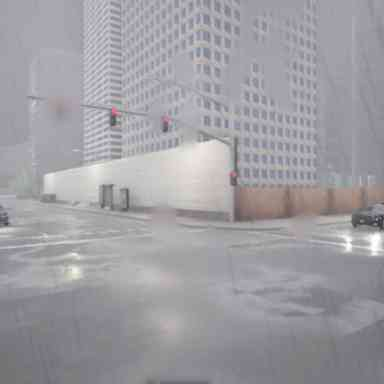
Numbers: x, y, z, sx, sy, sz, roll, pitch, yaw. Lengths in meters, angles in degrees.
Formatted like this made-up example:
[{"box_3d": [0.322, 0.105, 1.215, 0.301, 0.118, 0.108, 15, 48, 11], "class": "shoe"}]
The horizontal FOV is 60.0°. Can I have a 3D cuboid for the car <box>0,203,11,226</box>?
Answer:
[{"box_3d": [-13.715, 1.491, 22.718, 1.837, 1.490, 4.892, 0, 0, -35], "class": "car"}]

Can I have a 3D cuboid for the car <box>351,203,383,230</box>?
[{"box_3d": [12.150, 1.460, 21.249, 5.008, 1.535, 1.882, 0, 0, -35], "class": "car"}]
